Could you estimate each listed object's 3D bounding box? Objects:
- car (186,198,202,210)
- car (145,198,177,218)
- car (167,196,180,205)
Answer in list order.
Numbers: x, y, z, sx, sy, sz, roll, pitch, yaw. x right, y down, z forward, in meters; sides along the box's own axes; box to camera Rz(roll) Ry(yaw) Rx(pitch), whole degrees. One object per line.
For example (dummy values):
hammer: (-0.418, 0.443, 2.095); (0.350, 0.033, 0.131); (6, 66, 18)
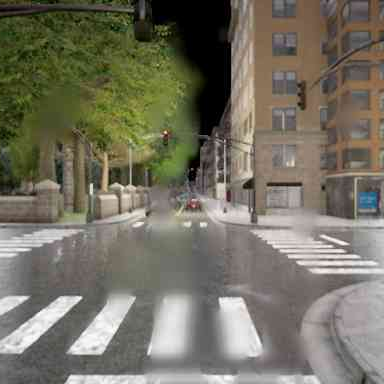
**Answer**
car: (0.212, 1.504, 42.657); (1.812, 1.442, 4.674); (0, 0, 0)
car: (-2.991, 1.542, 30.898); (2.033, 1.411, 5.357); (0, 0, 4)
car: (-2.977, 1.483, 43.687); (1.837, 1.490, 4.892); (0, 0, 0)
